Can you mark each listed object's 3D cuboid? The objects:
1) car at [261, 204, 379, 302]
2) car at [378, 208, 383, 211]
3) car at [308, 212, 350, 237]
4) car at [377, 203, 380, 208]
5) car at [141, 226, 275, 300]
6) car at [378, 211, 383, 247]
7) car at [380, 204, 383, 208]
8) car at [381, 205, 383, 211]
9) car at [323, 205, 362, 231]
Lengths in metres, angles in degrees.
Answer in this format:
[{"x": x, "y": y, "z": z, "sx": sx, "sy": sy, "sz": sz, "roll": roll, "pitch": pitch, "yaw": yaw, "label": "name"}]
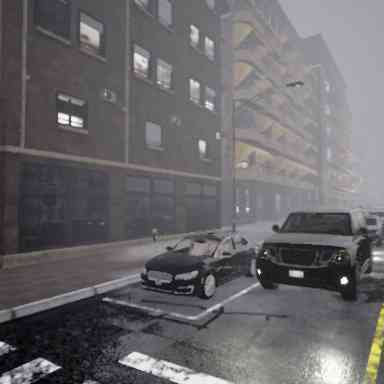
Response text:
[{"x": 3.722, "y": 1.456, "z": 9.406, "sx": 2.150, "sy": 2.045, "sz": 5.566, "roll": -2, "pitch": -2, "yaw": 33, "label": "car"}, {"x": 14.663, "y": 2.223, "z": 26.119, "sx": 1.812, "sy": 1.442, "sz": 4.674, "roll": -2, "pitch": -2, "yaw": 33, "label": "car"}, {"x": 9.599, "y": 2.183, "z": 23.102, "sx": 1.887, "sy": 1.381, "sz": 4.507, "roll": -1, "pitch": -2, "yaw": 33, "label": "car"}, {"x": 21.779, "y": 2.473, "z": 41.746, "sx": 2.192, "sy": 1.841, "sz": 5.009, "roll": -1, "pitch": -2, "yaw": 33, "label": "car"}, {"x": 0.464, "y": 1.802, "z": 9.122, "sx": 2.008, "sy": 1.369, "sz": 4.403, "roll": -1, "pitch": -2, "yaw": 33, "label": "car"}, {"x": 9.153, "y": 1.968, "z": 17.701, "sx": 1.837, "sy": 1.490, "sz": 4.892, "roll": -2, "pitch": -2, "yaw": 33, "label": "car"}, {"x": 30.913, "y": 3.115, "z": 55.720, "sx": 1.947, "sy": 1.339, "sz": 4.313, "roll": -1, "pitch": -2, "yaw": 33, "label": "car"}, {"x": 46.137, "y": 3.788, "z": 79.017, "sx": 1.802, "sy": 1.307, "sz": 4.206, "roll": -1, "pitch": -2, "yaw": 33, "label": "car"}, {"x": 12.645, "y": 2.083, "z": 27.767, "sx": 2.192, "sy": 1.841, "sz": 5.009, "roll": -1, "pitch": -2, "yaw": 33, "label": "car"}]
